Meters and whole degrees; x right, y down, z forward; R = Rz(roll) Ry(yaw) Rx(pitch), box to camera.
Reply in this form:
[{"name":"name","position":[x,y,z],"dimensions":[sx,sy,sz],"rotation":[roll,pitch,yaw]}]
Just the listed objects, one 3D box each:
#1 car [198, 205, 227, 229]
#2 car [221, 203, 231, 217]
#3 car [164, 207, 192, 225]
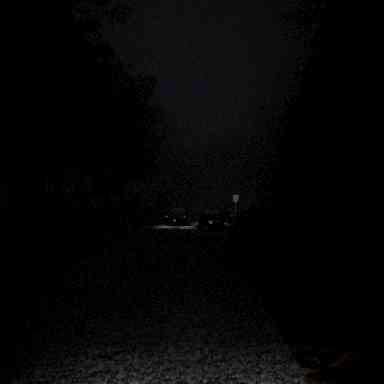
[{"name":"car","position":[1.505,1.937,24.938],"dimensions":[1.812,1.442,4.674],"rotation":[0,-1,6]},{"name":"car","position":[3.798,2.425,41.696],"dimensions":[1.994,1.385,4.181],"rotation":[0,-2,9]},{"name":"car","position":[-1.091,1.996,28.355],"dimensions":[1.812,1.442,4.674],"rotation":[0,-1,7]}]
